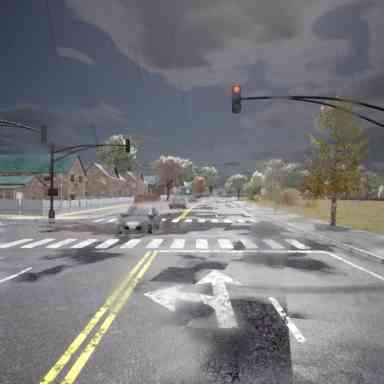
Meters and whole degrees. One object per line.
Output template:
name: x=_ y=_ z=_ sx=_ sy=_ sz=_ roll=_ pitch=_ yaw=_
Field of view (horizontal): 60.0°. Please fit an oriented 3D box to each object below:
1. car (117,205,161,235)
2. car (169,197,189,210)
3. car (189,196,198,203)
car: x=-2.933 y=1.512 z=19.213 sx=2.128 sy=1.511 sz=4.902 roll=0 pitch=0 yaw=2
car: x=-1.887 y=1.408 z=44.842 sx=2.097 sy=1.767 sz=4.553 roll=0 pitch=0 yaw=3
car: x=0.213 y=1.660 z=74.478 sx=1.994 sy=1.385 sz=4.181 roll=0 pitch=0 yaw=5
